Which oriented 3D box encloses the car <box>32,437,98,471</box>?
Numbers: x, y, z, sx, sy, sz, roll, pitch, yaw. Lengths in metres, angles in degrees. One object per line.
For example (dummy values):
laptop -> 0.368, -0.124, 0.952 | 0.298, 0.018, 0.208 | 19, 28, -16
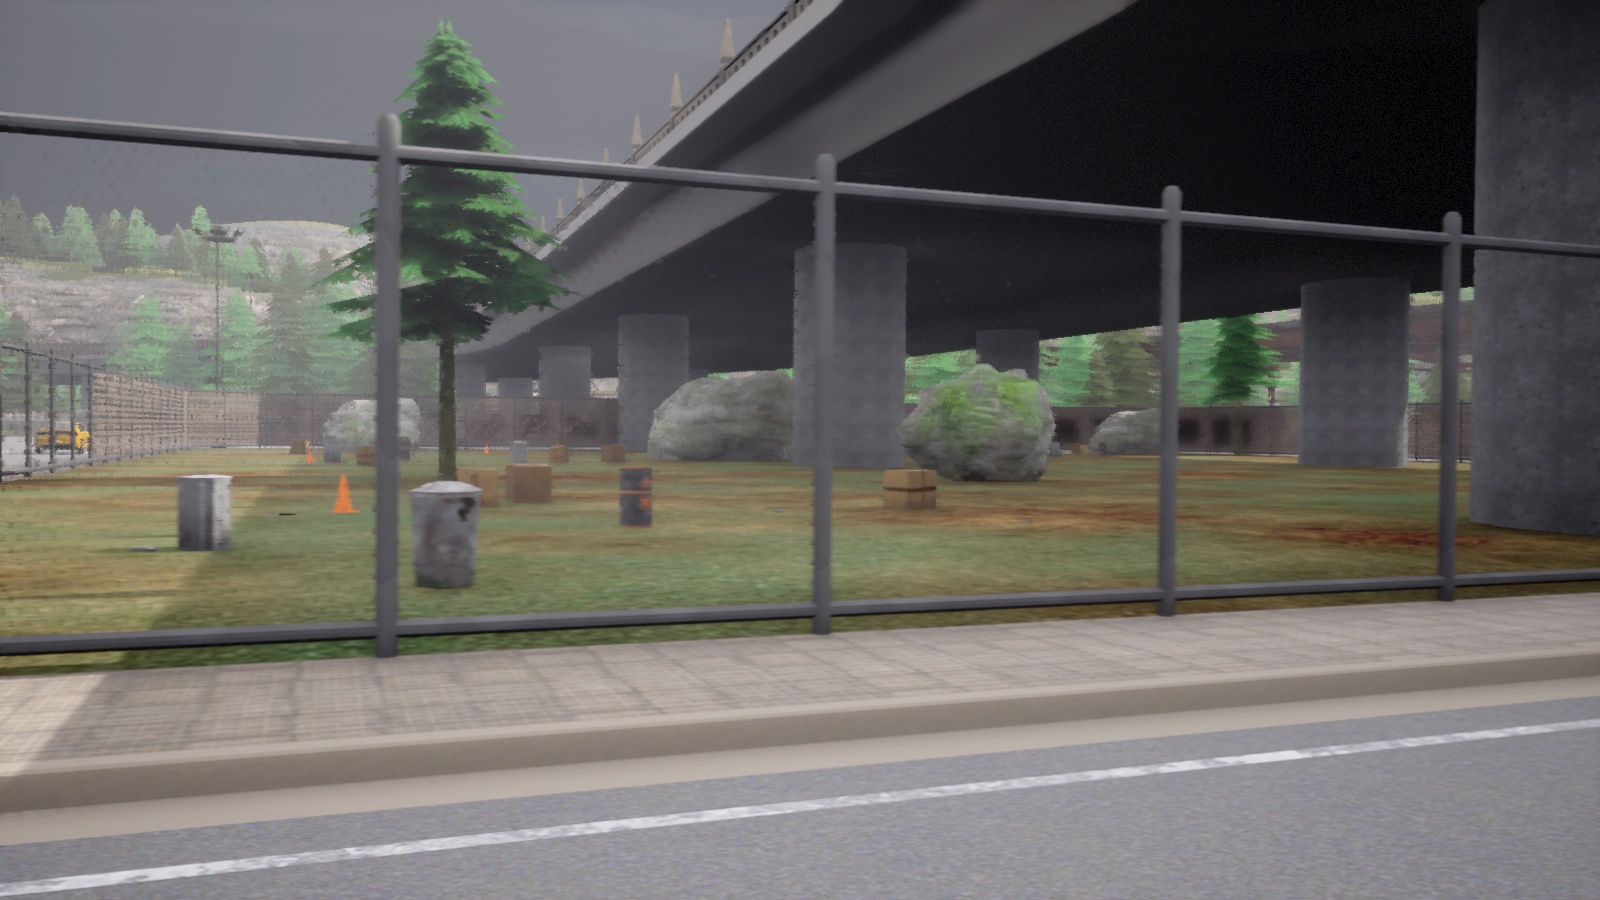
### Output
car -> -34.732, 0.146, 59.469 | 1.882, 1.535, 5.008 | -1, 1, -21
